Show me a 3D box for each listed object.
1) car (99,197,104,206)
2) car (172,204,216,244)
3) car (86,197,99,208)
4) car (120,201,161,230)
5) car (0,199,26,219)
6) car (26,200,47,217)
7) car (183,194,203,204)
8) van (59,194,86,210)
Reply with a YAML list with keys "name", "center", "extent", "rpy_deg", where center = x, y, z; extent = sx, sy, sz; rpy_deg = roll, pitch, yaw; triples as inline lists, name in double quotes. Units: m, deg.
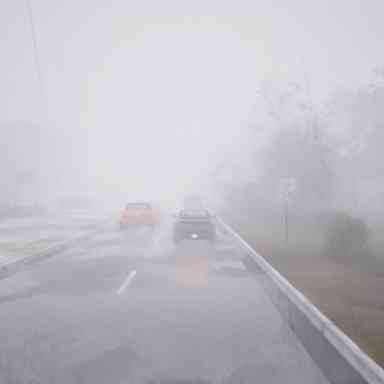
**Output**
- name: "car"
  center: [-15.609, 1.560, 53.858]
  extent: [2.002, 1.452, 4.674]
  rpy_deg: [-2, 0, 0]
- name: "car"
  center: [0.098, 1.522, 15.892]
  extent: [1.837, 1.490, 4.892]
  rpy_deg: [0, 0, 0]
- name: "car"
  center: [-15.578, 1.542, 48.362]
  extent: [2.163, 1.488, 4.792]
  rpy_deg: [0, 0, 0]
- name: "car"
  center: [-3.155, 1.375, 21.239]
  extent: [2.097, 1.767, 4.553]
  rpy_deg: [0, 0, 0]
- name: "car"
  center: [-15.516, 1.358, 26.198]
  extent: [2.185, 1.767, 4.553]
  rpy_deg: [0, 0, 0]
- name: "car"
  center: [-15.532, 1.531, 31.819]
  extent: [2.002, 1.452, 4.674]
  rpy_deg: [0, 0, 0]
- name: "car"
  center: [0.093, 1.264, 38.993]
  extent: [2.150, 2.045, 5.566]
  rpy_deg: [0, 0, 0]
- name: "van"
  center: [-15.561, 1.280, 42.750]
  extent: [1.878, 1.987, 4.442]
  rpy_deg: [0, 0, 0]
